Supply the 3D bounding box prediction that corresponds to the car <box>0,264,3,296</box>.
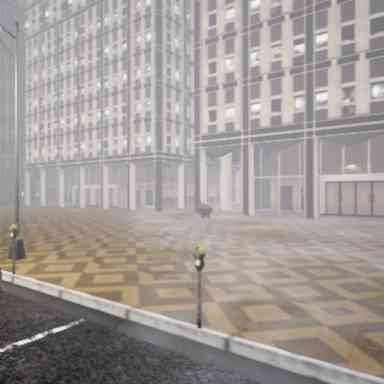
[{"bbox_3d":[-5.566,1.542,6.849,4.403,1.369,2.008,0,0,36],"label":"car"}]
